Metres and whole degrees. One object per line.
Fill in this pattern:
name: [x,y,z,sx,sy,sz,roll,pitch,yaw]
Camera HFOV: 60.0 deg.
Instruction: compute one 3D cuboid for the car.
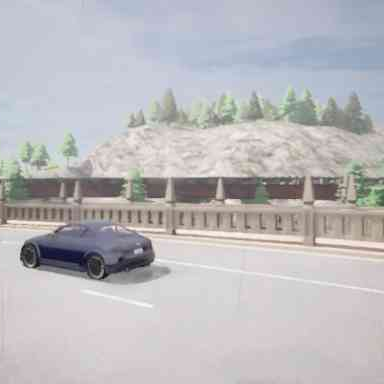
car: [-3.150,1.547,9.868,4.181,1.385,1.994,0,0,31]
